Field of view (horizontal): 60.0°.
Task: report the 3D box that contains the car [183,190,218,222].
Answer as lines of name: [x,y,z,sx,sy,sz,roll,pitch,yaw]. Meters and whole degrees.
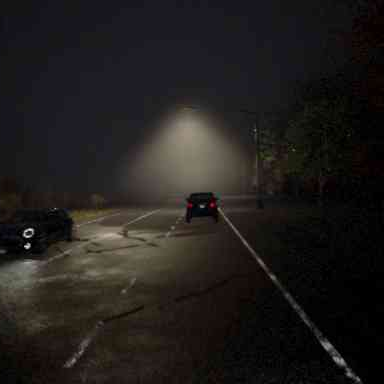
car: [0.742,1.020,24.285,2.150,2.045,5.566,-2,0,2]

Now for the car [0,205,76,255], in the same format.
car: [-6.612,1.484,13.893,2.097,1.767,4.553,-2,0,2]

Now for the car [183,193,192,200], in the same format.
car: [-1.034,0.939,77.392,1.837,1.490,4.892,-2,0,2]
